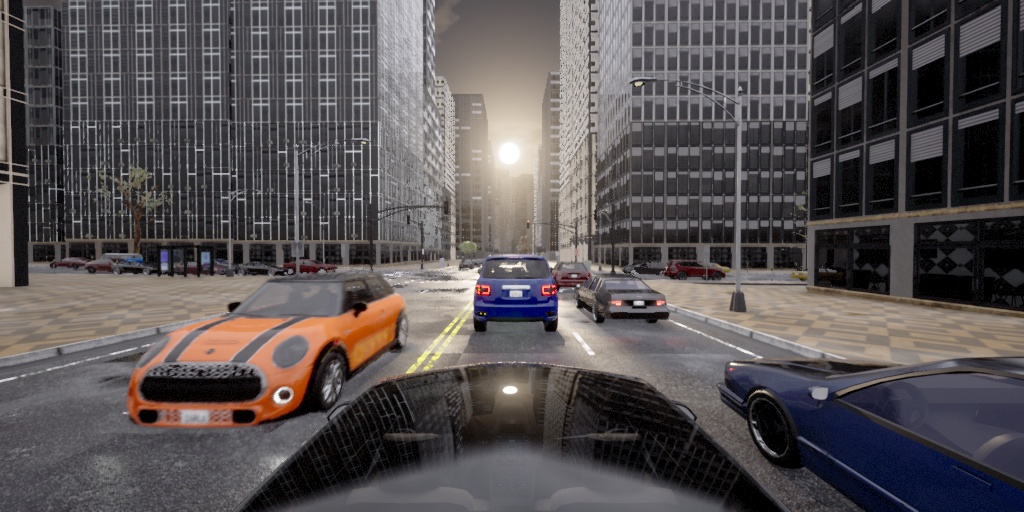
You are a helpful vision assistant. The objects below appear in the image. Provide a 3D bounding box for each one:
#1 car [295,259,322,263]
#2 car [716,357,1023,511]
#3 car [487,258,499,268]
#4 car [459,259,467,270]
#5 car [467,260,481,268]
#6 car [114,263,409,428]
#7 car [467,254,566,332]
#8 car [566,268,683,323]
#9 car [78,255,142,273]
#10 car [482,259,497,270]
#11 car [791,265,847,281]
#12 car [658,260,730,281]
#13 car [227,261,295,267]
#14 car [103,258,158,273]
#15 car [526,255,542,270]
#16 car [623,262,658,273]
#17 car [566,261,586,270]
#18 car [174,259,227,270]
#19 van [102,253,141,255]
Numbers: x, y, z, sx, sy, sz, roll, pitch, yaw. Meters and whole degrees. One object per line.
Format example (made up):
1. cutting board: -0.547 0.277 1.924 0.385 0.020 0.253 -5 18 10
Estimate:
1. car: -19.767 1.064 35.228 5.008 1.535 1.882 1 1 0
2. car: 3.350 1.297 1.813 2.033 1.411 5.357 0 0 1
3. car: -3.319 1.173 62.961 1.882 1.535 5.008 0 0 0
4. car: -6.602 1.213 52.457 1.837 1.490 4.892 0 0 -1
5. car: -6.571 1.296 62.760 1.895 1.301 4.718 0 0 0
6. car: -3.335 1.099 6.024 2.097 1.767 4.553 0 0 0
7. car: 0.097 0.966 10.989 2.150 2.045 5.566 0 0 0
8. car: 3.350 1.292 11.993 2.033 1.411 5.357 0 0 0
9. car: -39.541 0.932 35.635 4.674 1.442 1.812 1 1 1
10. car: -3.337 1.185 53.348 1.882 1.535 5.008 0 0 0
11. car: 27.641 1.575 31.855 4.829 1.417 1.751 0 0 1
12. car: 16.192 1.265 32.052 5.009 1.841 2.192 0 0 1
13. car: -22.733 1.169 32.580 4.313 1.339 1.948 0 0 1
14. car: -34.097 1.065 32.886 4.313 1.339 1.948 0 0 1
15. car: 3.153 0.931 51.666 2.150 2.045 5.566 0 0 2
16. car: 14.084 1.342 37.864 4.892 1.490 1.837 0 1 1
17. car: 3.348 1.089 21.400 2.097 1.767 4.553 0 0 0
18. car: -28.417 1.134 32.713 4.207 1.307 1.802 0 0 1
19. van: -45.288 0.599 41.547 3.998 1.789 1.690 0 0 1
